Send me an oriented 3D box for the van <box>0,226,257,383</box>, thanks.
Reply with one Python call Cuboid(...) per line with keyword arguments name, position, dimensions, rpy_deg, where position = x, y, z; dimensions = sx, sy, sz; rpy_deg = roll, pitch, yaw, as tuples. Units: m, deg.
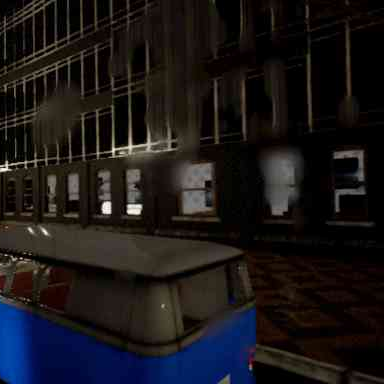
Cuboid(name="van", position=(-1.266, 1.357, 3.795), dimensions=(3.998, 1.788, 1.690), rpy_deg=(0, -1, 35))
